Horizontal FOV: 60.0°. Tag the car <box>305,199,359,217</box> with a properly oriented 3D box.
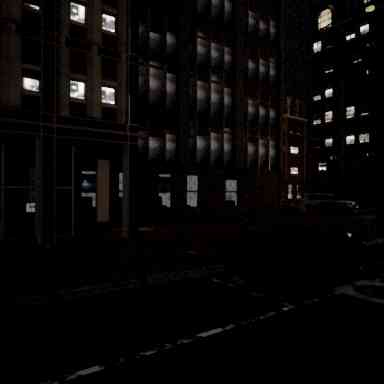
[{"bbox_3d":[12.860,1.533,30.204,1.802,1.307,4.206,0,0,-36],"label":"car"}]

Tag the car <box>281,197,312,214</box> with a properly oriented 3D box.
[{"bbox_3d":[9.659,1.466,34.667,1.752,1.417,4.829,0,0,-36],"label":"car"}]

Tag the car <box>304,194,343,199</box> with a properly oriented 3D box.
[{"bbox_3d":[13.740,1.180,33.423,2.150,2.045,5.566,0,0,-36],"label":"car"}]

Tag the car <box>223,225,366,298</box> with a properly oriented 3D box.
[{"bbox_3d":[2.782,1.567,8.542,4.313,1.339,1.947,0,0,-36],"label":"car"}]

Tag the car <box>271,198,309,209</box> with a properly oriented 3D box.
[{"bbox_3d":[12.968,1.498,44.430,1.752,1.417,4.829,0,0,-36],"label":"car"}]
